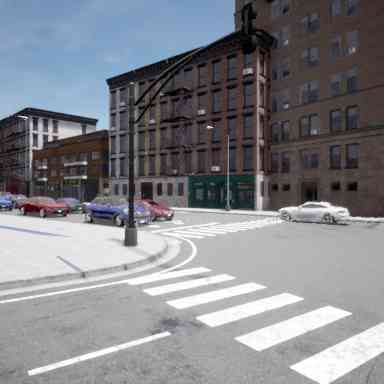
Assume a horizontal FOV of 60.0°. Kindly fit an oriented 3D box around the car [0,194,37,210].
[{"bbox_3d":[-19.166,1.029,36.462,4.902,1.511,2.128,1,0,40],"label":"car"}]

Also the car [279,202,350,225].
[{"bbox_3d":[8.378,1.404,23.096,4.674,1.442,1.812,1,1,36],"label":"car"}]

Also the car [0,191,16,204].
[{"bbox_3d":[-27.587,0.786,48.231,4.553,1.767,2.097,1,0,41],"label":"car"}]

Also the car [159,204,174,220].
[{"bbox_3d":[-3.382,1.266,23.836,4.674,1.442,1.812,1,0,38],"label":"car"}]

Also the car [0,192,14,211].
[{"bbox_3d":[-19.235,1.025,32.293,5.008,1.535,1.882,1,0,40],"label":"car"}]

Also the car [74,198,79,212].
[{"bbox_3d":[-11.161,1.201,29.918,4.181,1.385,1.994,1,0,39],"label":"car"}]

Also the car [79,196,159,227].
[{"bbox_3d":[-4.593,1.089,20.587,4.553,1.767,2.097,1,0,39],"label":"car"}]

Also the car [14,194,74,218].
[{"bbox_3d":[-11.748,1.118,26.226,5.008,1.535,1.882,1,0,39],"label":"car"}]
